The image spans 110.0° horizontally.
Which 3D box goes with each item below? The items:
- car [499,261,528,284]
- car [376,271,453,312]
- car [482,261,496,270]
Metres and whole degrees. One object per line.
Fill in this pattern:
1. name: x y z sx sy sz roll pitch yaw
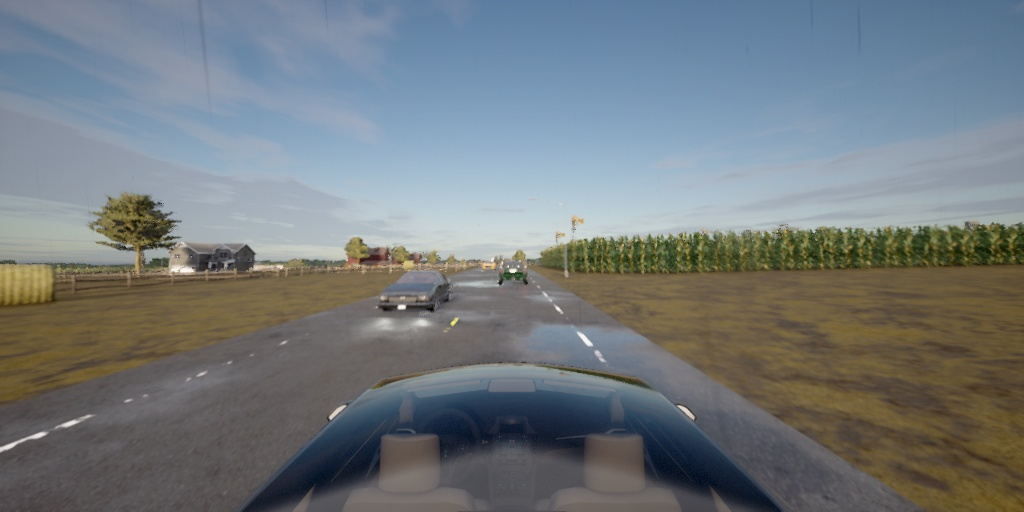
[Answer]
1. car: 0.090 1.152 27.960 2.097 1.767 4.553 0 0 0
2. car: -3.605 1.300 14.400 2.033 1.411 5.357 0 0 0
3. car: -3.570 1.463 56.641 1.882 1.535 5.008 0 0 0
